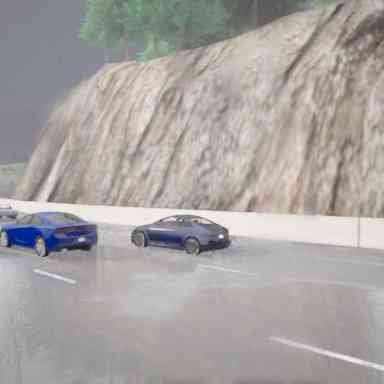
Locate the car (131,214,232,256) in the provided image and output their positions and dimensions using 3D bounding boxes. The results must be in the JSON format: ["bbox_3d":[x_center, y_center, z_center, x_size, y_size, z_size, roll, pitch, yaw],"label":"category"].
[{"bbox_3d":[-0.512,1.586,13.344,4.181,1.385,1.994,0,0,38],"label":"car"}]

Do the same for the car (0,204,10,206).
[{"bbox_3d":[-16.109,1.631,27.533,1.895,1.301,4.718,0,0,-44],"label":"car"}]

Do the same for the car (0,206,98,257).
[{"bbox_3d":[-5.723,1.494,13.084,5.008,1.535,1.882,0,0,40],"label":"car"}]
